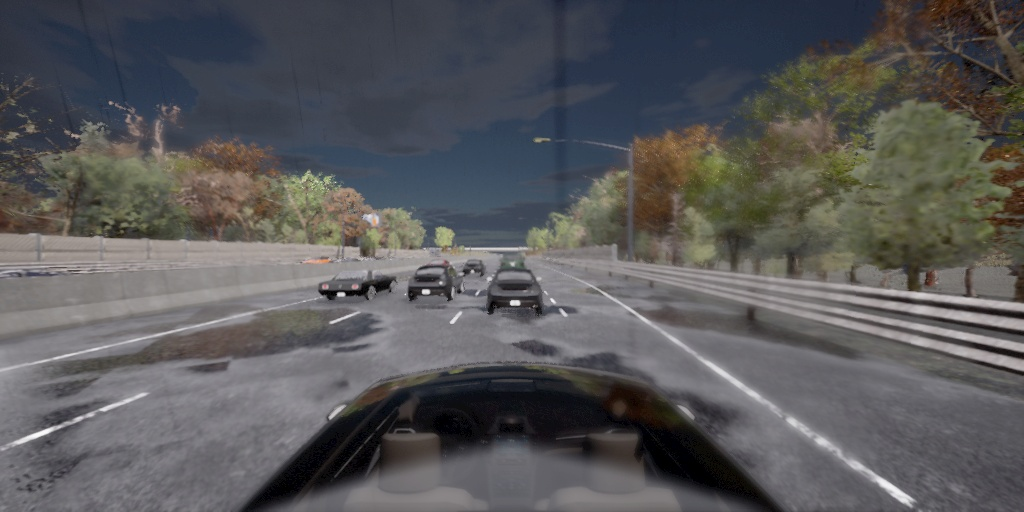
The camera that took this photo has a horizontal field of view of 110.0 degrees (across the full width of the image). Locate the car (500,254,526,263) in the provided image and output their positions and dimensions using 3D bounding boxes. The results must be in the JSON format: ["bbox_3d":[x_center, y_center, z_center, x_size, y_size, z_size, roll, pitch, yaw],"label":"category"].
[{"bbox_3d":[0.084,0.797,32.360,2.150,2.045,5.566,0,0,0],"label":"car"}]

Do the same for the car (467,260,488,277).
[{"bbox_3d":[-3.415,1.075,33.259,1.837,1.490,4.892,0,0,0],"label":"car"}]

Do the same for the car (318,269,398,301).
[{"bbox_3d":[-6.907,1.261,16.709,1.895,1.301,4.718,0,0,0],"label":"car"}]

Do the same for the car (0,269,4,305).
[{"bbox_3d":[-21.107,1.236,11.496,2.033,1.411,5.357,0,0,0],"label":"car"}]

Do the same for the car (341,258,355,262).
[{"bbox_3d":[-24.565,1.030,54.304,1.994,1.385,4.181,0,0,0],"label":"car"}]

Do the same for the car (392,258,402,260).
[{"bbox_3d":[-17.564,1.014,54.372,2.033,1.411,5.357,0,0,1],"label":"car"}]

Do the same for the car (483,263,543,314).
[{"bbox_3d":[0.094,1.184,13.418,1.837,1.490,4.892,0,0,0],"label":"car"}]

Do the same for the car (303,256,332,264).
[{"bbox_3d":[-28.069,0.830,51.807,2.097,1.767,4.553,0,0,1],"label":"car"}]

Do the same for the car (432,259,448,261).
[{"bbox_3d":[-6.916,1.041,34.547,1.882,1.535,5.008,0,0,0],"label":"car"}]

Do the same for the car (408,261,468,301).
[{"bbox_3d":[-3.408,1.165,16.623,1.837,1.490,4.892,0,0,0],"label":"car"}]

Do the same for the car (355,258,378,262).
[{"bbox_3d":[-21.081,1.034,53.478,1.994,1.385,4.181,0,0,0],"label":"car"}]

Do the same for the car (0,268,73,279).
[{"bbox_3d":[-17.605,1.177,12.137,2.128,1.511,4.902,0,0,0],"label":"car"}]
